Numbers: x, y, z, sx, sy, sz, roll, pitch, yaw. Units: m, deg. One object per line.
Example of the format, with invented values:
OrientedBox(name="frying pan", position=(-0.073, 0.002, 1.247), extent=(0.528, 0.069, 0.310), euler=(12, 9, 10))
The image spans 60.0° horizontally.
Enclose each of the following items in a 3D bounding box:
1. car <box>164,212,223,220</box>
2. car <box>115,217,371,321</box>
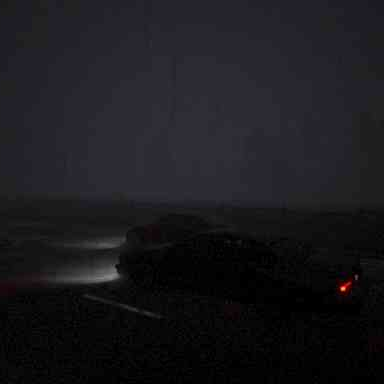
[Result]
OrientedBox(name="car", position=(-0.359, 1.449, 12.254), extent=(4.674, 1.442, 1.812), euler=(1, 0, 35))
OrientedBox(name="car", position=(0.783, 1.508, 7.188), extent=(5.357, 1.411, 2.033), euler=(1, 0, 35))
